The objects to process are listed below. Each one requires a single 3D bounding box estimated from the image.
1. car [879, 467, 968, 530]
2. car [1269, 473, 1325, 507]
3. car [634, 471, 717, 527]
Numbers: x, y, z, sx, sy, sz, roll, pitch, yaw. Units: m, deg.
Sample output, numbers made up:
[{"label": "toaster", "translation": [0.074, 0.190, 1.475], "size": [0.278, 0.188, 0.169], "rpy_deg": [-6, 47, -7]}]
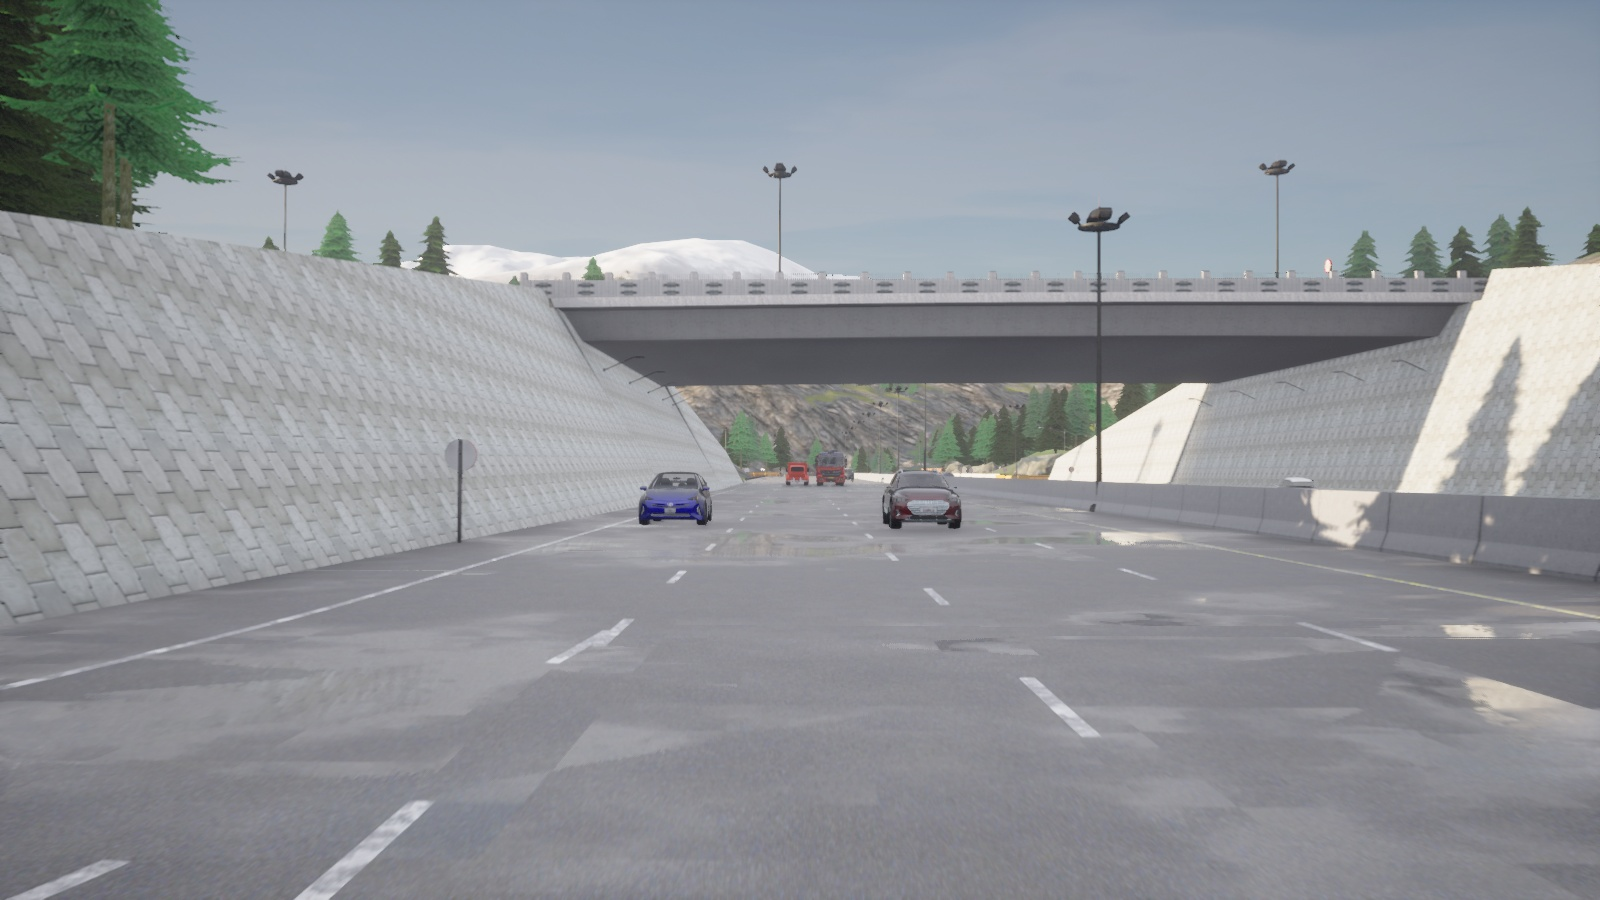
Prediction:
[{"label": "car", "translation": [3.413, 1.329, 35.689], "size": [2.033, 1.649, 4.856], "rpy_deg": [0, -1, 0]}, {"label": "car", "translation": [20.872, 1.671, 52.829], "size": [1.481, 1.376, 2.207], "rpy_deg": [0, 0, 0]}, {"label": "car", "translation": [-3.590, 1.396, 36.983], "size": [2.007, 1.525, 4.514], "rpy_deg": [0, -1, 0]}]
